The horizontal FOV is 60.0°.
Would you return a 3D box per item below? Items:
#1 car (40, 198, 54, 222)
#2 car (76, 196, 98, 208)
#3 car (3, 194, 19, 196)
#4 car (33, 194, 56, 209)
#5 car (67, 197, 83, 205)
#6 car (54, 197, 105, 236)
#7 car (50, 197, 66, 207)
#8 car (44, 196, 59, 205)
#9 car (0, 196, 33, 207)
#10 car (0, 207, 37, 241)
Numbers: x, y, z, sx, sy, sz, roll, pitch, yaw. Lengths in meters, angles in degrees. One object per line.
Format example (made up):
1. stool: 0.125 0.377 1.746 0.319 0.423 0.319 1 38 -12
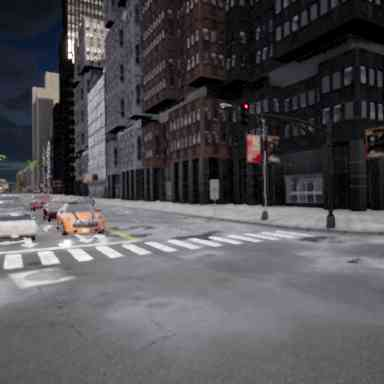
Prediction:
1. car: -10.795 1.497 26.818 1.882 1.535 5.008 -1 0 -29
2. car: -15.753 1.449 49.653 2.128 1.511 4.902 -1 0 -29
3. car: -19.667 1.291 36.183 2.150 2.045 5.566 -1 1 -29
4. car: -17.945 1.258 39.795 2.150 2.045 5.566 -1 0 -29
5. car: -20.773 1.561 58.746 1.895 1.301 4.718 -1 0 -29
6. car: -6.332 1.356 18.746 2.097 1.767 4.553 -1 0 -27
7. car: -21.608 1.525 53.537 1.812 1.442 4.674 -1 0 -29
8. car: -26.412 1.546 62.233 2.033 1.411 5.357 -1 0 -29
9. car: -13.136 1.409 24.333 2.097 1.767 4.553 -1 0 -29
10. car: -8.870 1.644 16.613 1.895 1.301 4.718 -1 0 -29
